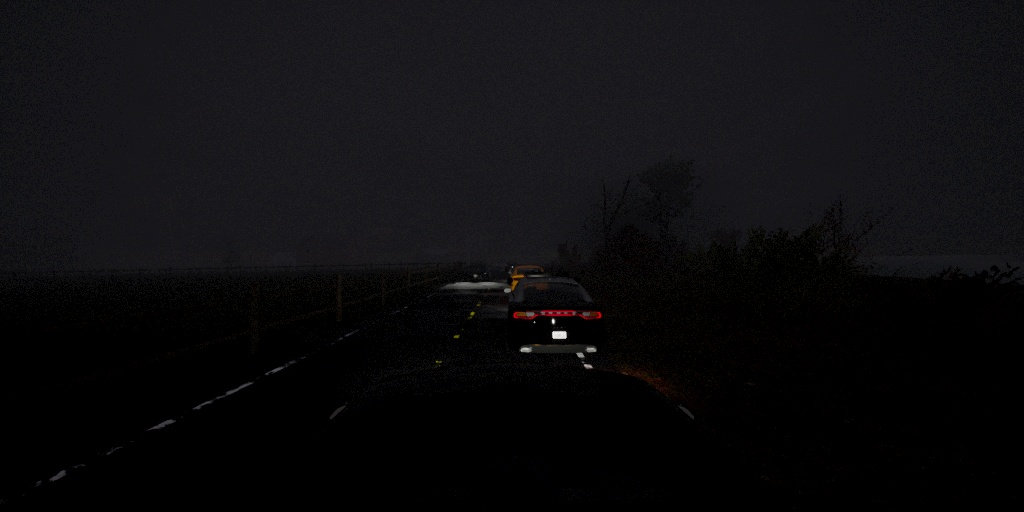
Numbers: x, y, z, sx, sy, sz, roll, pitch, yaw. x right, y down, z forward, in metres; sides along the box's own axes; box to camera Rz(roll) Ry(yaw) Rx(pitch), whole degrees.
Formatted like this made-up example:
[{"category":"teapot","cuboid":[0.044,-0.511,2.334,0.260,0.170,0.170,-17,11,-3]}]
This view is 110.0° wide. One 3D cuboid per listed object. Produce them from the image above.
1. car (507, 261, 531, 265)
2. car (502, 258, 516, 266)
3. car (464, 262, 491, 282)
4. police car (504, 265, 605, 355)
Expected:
[{"category":"car","cuboid":[0.836,1.228,18.729,1.882,1.535,5.008,0,0,0]},{"category":"car","cuboid":[0.072,1.335,46.627,1.994,1.385,4.181,0,0,0]},{"category":"car","cuboid":[-2.735,1.258,29.155,1.837,1.490,4.892,0,0,0]},{"category":"police car","cuboid":[0.829,1.174,8.839,1.930,1.638,5.238,0,0,0]}]
